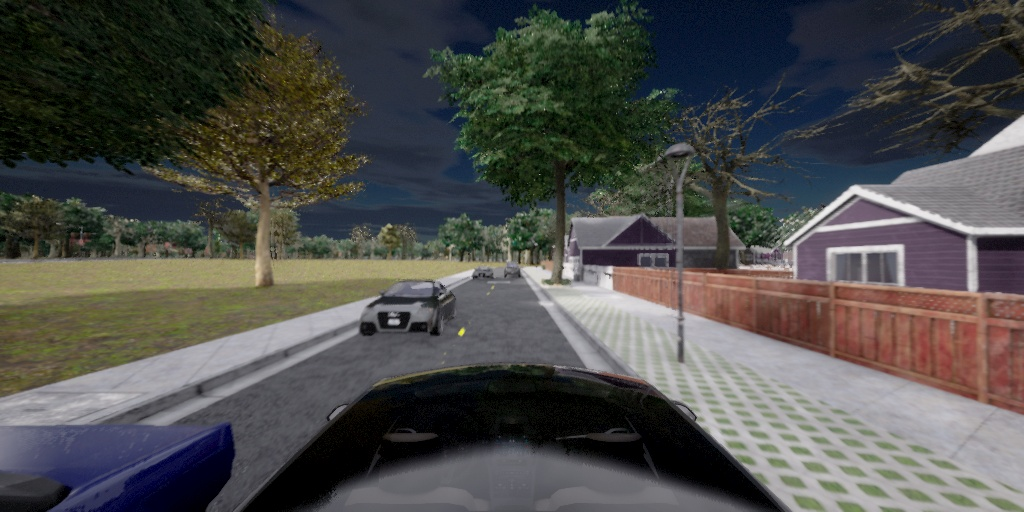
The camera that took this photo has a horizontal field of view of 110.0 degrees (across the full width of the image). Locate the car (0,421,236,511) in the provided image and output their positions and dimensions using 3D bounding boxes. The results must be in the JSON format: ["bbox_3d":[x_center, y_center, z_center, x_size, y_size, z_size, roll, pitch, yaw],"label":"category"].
[{"bbox_3d":[-2.850,1.335,0.227,1.895,1.301,4.718,0,-1,0],"label":"car"}]

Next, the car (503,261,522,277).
[{"bbox_3d":[0.073,1.620,41.173,2.128,1.511,4.902,0,0,0],"label":"car"}]

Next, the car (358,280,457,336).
[{"bbox_3d":[-2.841,1.411,10.618,1.994,1.385,4.181,0,-1,0],"label":"car"}]

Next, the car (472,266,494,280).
[{"bbox_3d":[-2.846,1.652,36.034,1.994,1.385,4.181,0,0,0],"label":"car"}]
